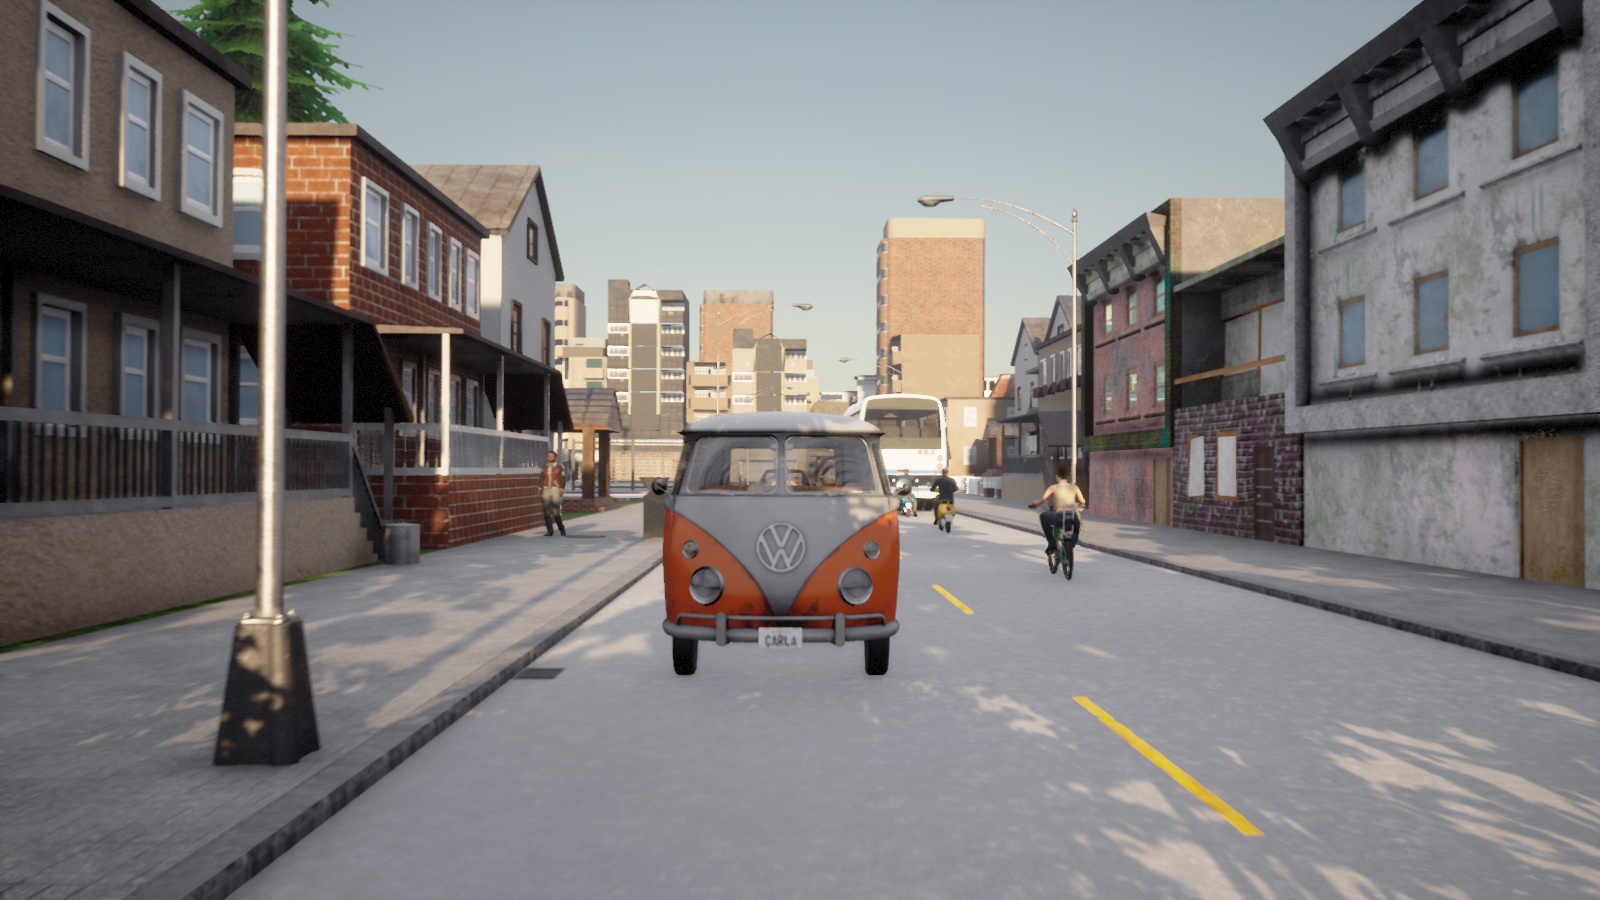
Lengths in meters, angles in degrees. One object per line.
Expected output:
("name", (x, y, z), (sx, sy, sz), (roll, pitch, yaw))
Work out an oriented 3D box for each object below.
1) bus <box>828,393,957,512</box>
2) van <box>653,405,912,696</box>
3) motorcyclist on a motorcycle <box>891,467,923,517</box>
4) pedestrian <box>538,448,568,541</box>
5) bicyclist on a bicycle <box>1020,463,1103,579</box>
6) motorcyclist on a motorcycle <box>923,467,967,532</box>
("bus", (3.437, 0.170, 50.086), (3.944, 4.253, 10.273), (0, -1, -2))
("van", (-0.145, 0.729, 10.846), (1.775, 1.987, 4.442), (0, -1, -1))
("motorcyclist on a motorcycle", (3.514, 1.368, 41.283), (0.866, 1.590, 1.817), (0, -1, -1))
("pedestrian", (-5.224, 0.939, 26.565), (0.402, 1.930, 0.666), (0, -1, 12))
("bicyclist on a bicycle", (3.772, 1.006, 18.265), (0.866, 1.612, 1.509), (0, -1, -1))
("motorcyclist on a motorcycle", (3.622, 1.221, 31.461), (0.866, 1.590, 1.817), (0, -1, -1))
